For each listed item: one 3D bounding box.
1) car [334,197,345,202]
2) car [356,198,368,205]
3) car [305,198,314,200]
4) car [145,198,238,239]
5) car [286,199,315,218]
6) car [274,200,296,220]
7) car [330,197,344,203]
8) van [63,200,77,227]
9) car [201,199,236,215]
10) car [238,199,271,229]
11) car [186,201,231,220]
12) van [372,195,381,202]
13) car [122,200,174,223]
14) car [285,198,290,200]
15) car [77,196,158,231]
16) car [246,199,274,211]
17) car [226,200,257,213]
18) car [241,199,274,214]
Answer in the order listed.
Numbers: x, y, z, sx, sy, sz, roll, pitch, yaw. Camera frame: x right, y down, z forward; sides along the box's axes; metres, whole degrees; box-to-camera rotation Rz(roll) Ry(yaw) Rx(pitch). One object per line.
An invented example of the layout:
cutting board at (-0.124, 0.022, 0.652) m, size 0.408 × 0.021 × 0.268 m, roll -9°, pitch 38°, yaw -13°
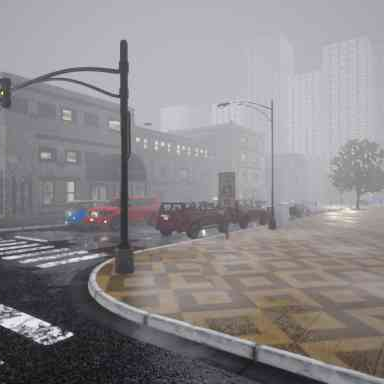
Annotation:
car at (38.055, 1.936, 85.719) m, size 1.887 × 1.381 × 4.507 m, roll -1°, pitch -1°, yaw 35°
car at (32.104, 1.801, 62.851) m, size 2.008 × 1.369 × 4.403 m, roll -1°, pitch -1°, yaw 35°
car at (22.072, 1.816, 63.194) m, size 2.008 × 1.369 × 4.403 m, roll -1°, pitch -1°, yaw 35°
car at (0.137, 1.350, 17.801) m, size 2.192 × 1.841 × 5.009 m, roll -1°, pitch -1°, yaw 35°
car at (9.728, 1.657, 31.315) m, size 1.947 × 1.339 × 4.313 m, roll -1°, pitch -1°, yaw 35°
car at (6.531, 1.616, 26.810) m, size 1.887 × 1.381 × 4.507 m, roll -1°, pitch -1°, yaw 35°
car at (34.858, 1.915, 81.214) m, size 2.008 × 1.369 × 4.403 m, roll -1°, pitch -1°, yaw 35°
van at (-6.699, 1.414, 22.648) m, size 1.690 × 1.788 × 3.998 m, roll -1°, pitch 0°, yaw 35°
car at (2.892, 1.570, 36.164) m, size 1.967 × 1.590 × 4.097 m, roll -1°, pitch -1°, yaw 35°
car at (3.333, 1.368, 22.306) m, size 2.192 × 1.841 × 5.009 m, roll -1°, pitch -1°, yaw 35°
car at (1.592, 1.622, 29.835) m, size 1.812 × 1.442 × 4.674 m, roll 0°, pitch 0°, yaw 36°
van at (44.890, 1.694, 80.875) m, size 1.690 × 1.788 × 3.998 m, roll -1°, pitch -1°, yaw 35°
car at (-3.502, 1.531, 27.152) m, size 1.967 × 1.590 × 4.097 m, roll -1°, pitch -1°, yaw 35°
car at (15.579, 1.742, 54.044) m, size 1.752 × 1.417 × 4.829 m, roll -1°, pitch -1°, yaw 35°
car at (-4.246, 1.285, 21.626) m, size 2.150 × 2.045 × 5.566 m, roll 0°, pitch 0°, yaw 35°
car at (9.285, 1.723, 45.172) m, size 2.008 × 1.369 × 4.403 m, roll -1°, pitch -1°, yaw 35°
car at (6.088, 1.701, 40.667) m, size 2.008 × 1.369 × 4.403 m, roll -1°, pitch -1°, yaw 35°
car at (7.627, 1.640, 38.330) m, size 1.837 × 1.490 × 4.892 m, roll 0°, pitch 0°, yaw 36°
